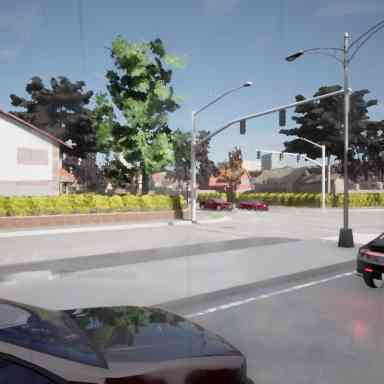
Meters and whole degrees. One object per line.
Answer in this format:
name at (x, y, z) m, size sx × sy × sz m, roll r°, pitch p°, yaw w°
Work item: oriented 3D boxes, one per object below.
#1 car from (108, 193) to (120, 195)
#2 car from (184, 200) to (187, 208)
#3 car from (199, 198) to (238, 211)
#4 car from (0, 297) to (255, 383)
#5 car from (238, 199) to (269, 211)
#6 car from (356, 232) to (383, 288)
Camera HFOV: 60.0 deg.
car at (-14.769, 1.221, 64.650) m, size 2.150 × 2.045 × 5.566 m, roll 0°, pitch 0°, yaw -35°
car at (-2.518, 1.352, 47.708) m, size 2.097 × 1.767 × 4.553 m, roll 0°, pitch 0°, yaw -36°
car at (2.896, 1.478, 40.265) m, size 1.882 × 1.535 × 5.008 m, roll 0°, pitch 0°, yaw -36°
car at (-2.019, 1.547, 2.308) m, size 5.357 × 1.411 × 2.033 m, roll 0°, pitch 0°, yaw -35°
car at (7.300, 1.564, 40.490) m, size 1.994 × 1.385 × 4.181 m, roll 0°, pitch 0°, yaw -36°
car at (5.897, 1.492, 7.997) m, size 4.902 × 1.511 × 2.128 m, roll 0°, pitch 0°, yaw -35°
